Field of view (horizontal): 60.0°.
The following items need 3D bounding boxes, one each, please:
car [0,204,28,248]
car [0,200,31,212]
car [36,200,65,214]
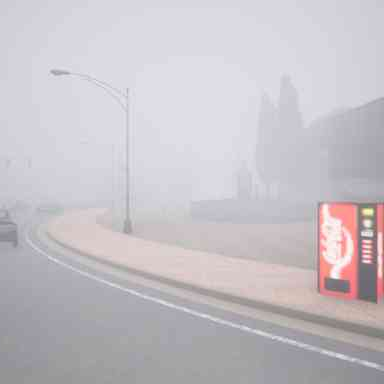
[{"bbox_3d":[-8.582,1.493,14.219,2.128,1.511,4.902,0,0,-33],"label":"car"},{"bbox_3d":[-18.460,1.551,34.299,2.033,1.411,5.357,0,0,-7],"label":"car"},{"bbox_3d":[-14.873,1.567,35.032,1.994,1.385,4.181,0,0,-7],"label":"car"}]
